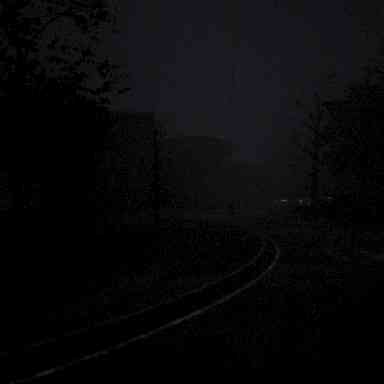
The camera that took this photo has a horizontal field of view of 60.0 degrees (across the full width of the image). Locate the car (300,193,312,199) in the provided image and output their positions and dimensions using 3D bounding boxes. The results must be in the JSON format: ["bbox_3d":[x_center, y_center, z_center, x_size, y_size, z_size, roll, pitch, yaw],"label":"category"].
[{"bbox_3d":[25.583,0.969,73.630,1.837,1.490,4.892,-1,1,38],"label":"car"}]

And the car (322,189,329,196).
[{"bbox_3d":[35.416,0.297,85.986,2.150,2.045,5.566,-1,1,39],"label":"car"}]

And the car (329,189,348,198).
[{"bbox_3d":[35.741,0.495,81.178,2.097,1.767,4.553,-1,1,39],"label":"car"}]
